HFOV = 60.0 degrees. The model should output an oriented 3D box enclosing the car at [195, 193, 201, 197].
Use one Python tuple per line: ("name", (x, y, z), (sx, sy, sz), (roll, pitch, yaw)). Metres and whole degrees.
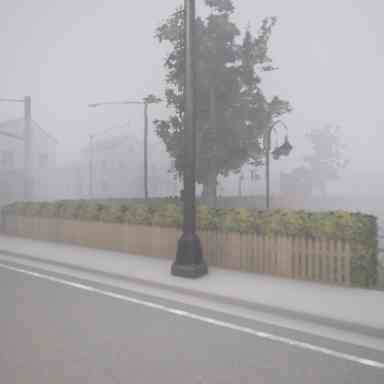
("car", (0.770, 1.234, 49.741), (2.150, 2.045, 5.566), (0, 0, 35))
